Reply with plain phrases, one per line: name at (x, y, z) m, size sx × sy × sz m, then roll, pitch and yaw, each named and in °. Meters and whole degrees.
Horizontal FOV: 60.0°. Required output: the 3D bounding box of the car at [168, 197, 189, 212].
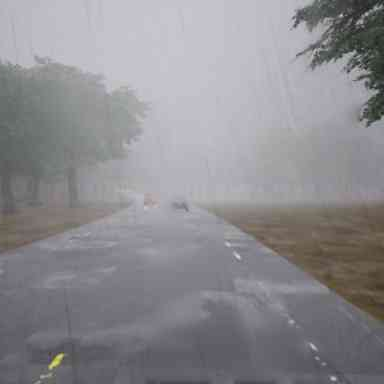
car at (-1.553, 1.314, 38.927) m, size 2.097 × 1.767 × 4.553 m, roll 0°, pitch 0°, yaw -4°

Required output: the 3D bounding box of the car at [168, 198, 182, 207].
car at (-2.599, 1.548, 50.459) m, size 1.895 × 1.301 × 4.718 m, roll 0°, pitch 0°, yaw -6°

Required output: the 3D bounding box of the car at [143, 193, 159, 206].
car at (-6.626, 1.182, 53.753) m, size 2.150 × 2.045 × 5.566 m, roll 0°, pitch 0°, yaw -6°
